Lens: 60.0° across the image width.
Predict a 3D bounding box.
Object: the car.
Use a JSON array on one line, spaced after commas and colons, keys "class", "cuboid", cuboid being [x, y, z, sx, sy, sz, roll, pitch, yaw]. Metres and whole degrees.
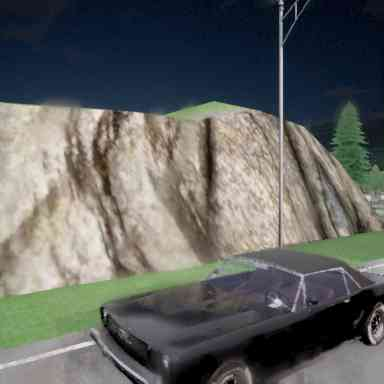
[{"class": "car", "cuboid": [1.089, 1.601, 4.779, 4.718, 1.301, 1.895, 0, 0, -36]}]
